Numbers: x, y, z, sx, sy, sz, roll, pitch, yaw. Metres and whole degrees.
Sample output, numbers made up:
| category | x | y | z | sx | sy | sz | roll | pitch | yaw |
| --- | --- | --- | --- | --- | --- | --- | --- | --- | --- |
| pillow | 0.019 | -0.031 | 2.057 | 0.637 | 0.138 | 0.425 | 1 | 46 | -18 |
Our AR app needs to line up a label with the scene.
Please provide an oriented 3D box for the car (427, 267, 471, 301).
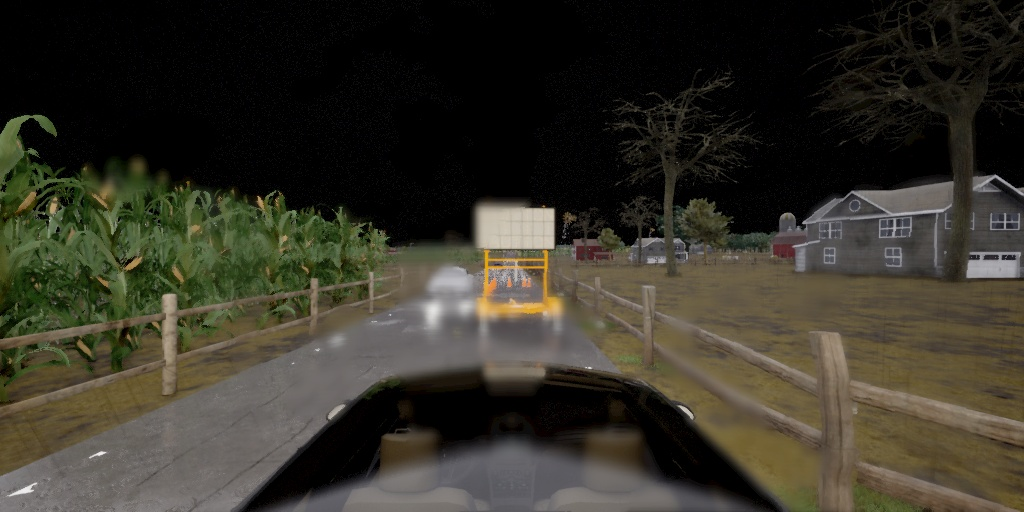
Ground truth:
| category | x | y | z | sx | sy | sz | roll | pitch | yaw |
| --- | --- | --- | --- | --- | --- | --- | --- | --- | --- |
| car | -2.835 | 1.293 | 13.666 | 1.812 | 1.442 | 4.674 | 0 | 0 | 0 |

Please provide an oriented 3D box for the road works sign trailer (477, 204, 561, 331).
| category | x | y | z | sx | sy | sz | roll | pitch | yaw |
| --- | --- | --- | --- | --- | --- | --- | --- | --- | --- |
| road works sign trailer | 0.122 | 0.227 | 11.047 | 2.380 | 3.560 | 2.880 | 0 | 0 | -5 |

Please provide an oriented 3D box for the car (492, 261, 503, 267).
| category | x | y | z | sx | sy | sz | roll | pitch | yaw |
| --- | --- | --- | --- | --- | --- | --- | --- | --- | --- |
| car | -2.741 | 1.597 | 63.344 | 1.895 | 1.301 | 4.718 | 0 | 0 | 0 |
